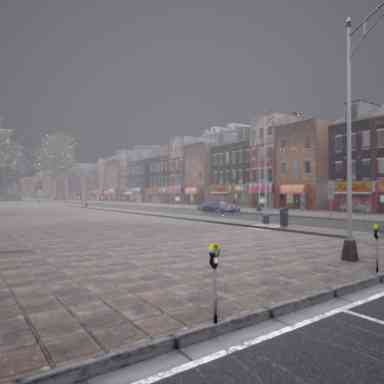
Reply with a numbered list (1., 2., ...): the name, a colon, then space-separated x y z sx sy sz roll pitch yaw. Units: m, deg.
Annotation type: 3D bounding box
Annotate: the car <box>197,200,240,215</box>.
1. car: 2.682 1.544 34.757 2.033 1.411 5.357 -1 0 -35
